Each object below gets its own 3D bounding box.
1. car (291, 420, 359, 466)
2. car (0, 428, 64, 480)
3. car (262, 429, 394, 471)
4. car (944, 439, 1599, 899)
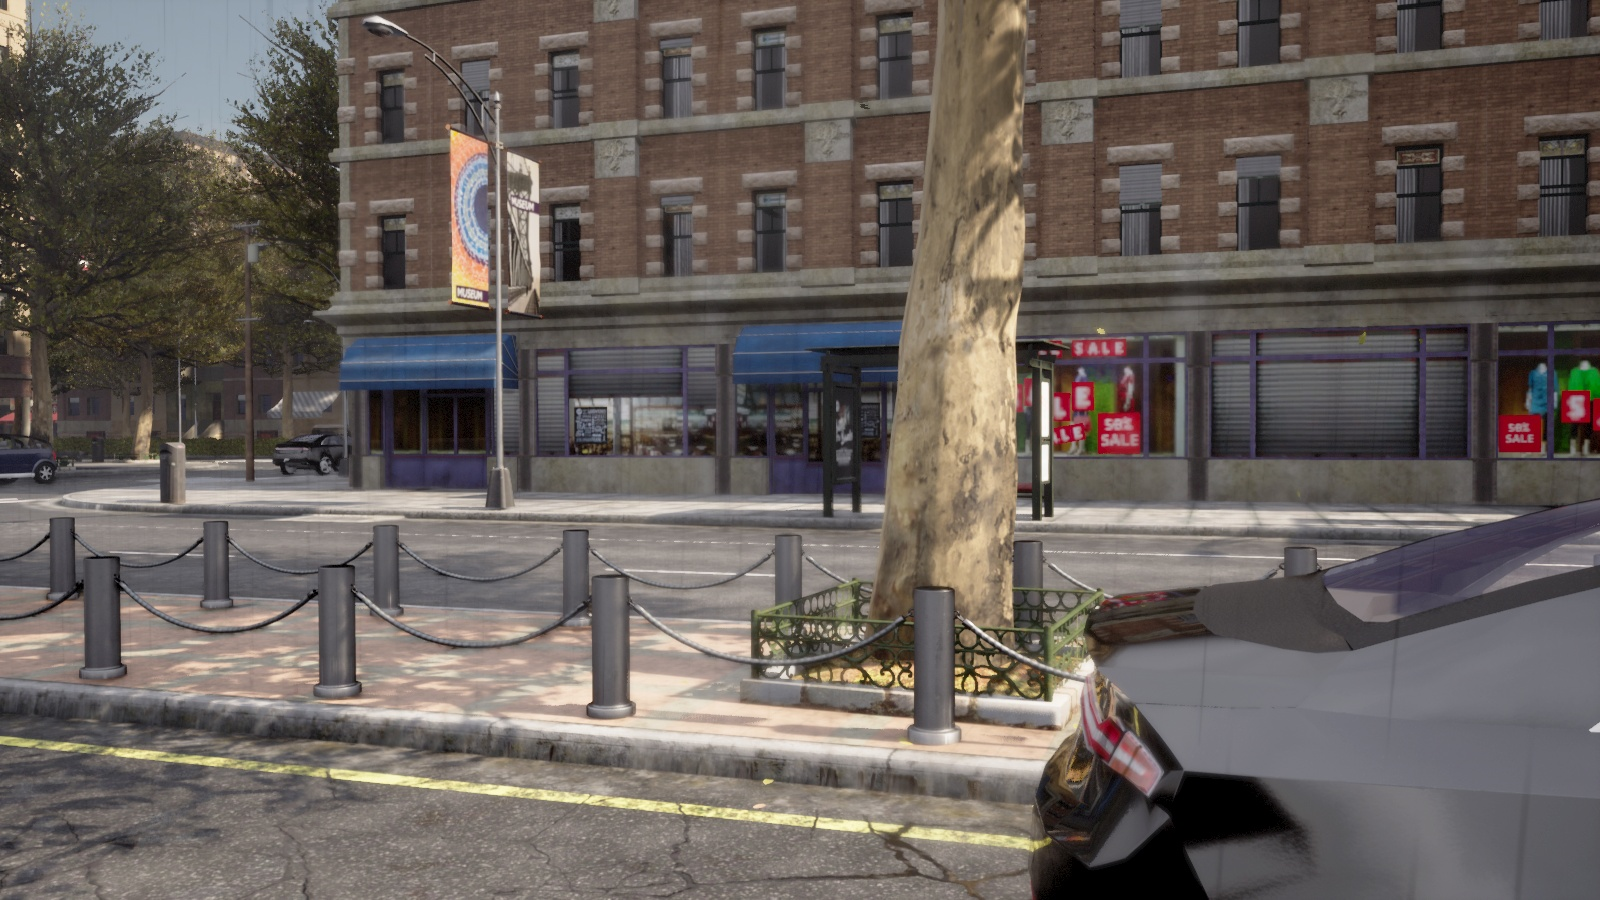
[{"bbox_3d":[-20.514,-0.323,54.384,1.905,1.878,3.866,0,1,-8],"label":"car"},{"bbox_3d":[-24.693,0.103,38.232,1.789,1.549,3.705,1,1,18],"label":"car"},{"bbox_3d":[-17.922,-0.050,47.941,2.128,1.511,4.902,1,1,18],"label":"car"},{"bbox_3d":[2.891,0.758,2.221,4.902,1.511,2.128,1,1,19],"label":"car"}]
